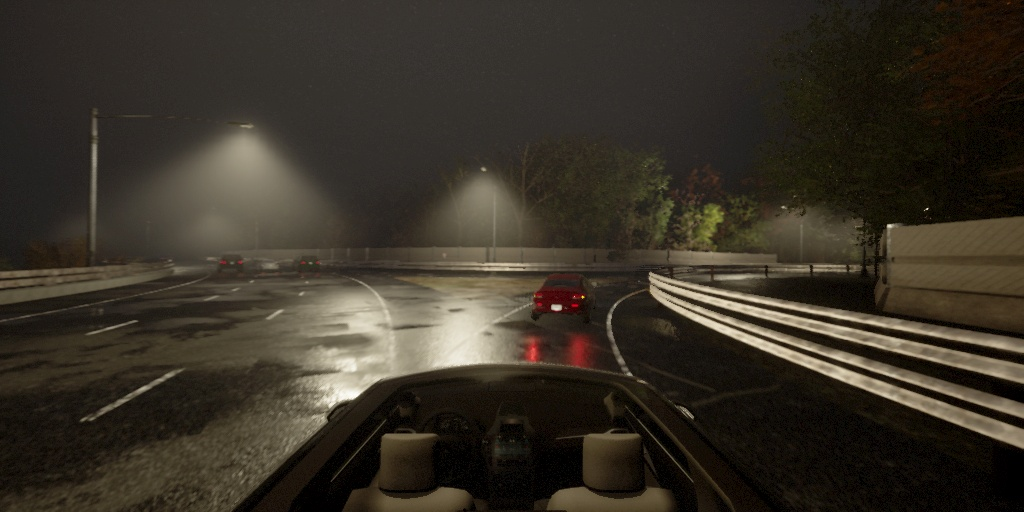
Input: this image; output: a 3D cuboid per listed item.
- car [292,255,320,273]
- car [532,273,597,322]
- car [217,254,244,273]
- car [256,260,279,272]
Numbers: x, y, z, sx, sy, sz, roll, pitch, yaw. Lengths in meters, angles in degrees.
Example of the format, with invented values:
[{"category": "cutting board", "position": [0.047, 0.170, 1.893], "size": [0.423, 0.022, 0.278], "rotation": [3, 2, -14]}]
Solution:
[{"category": "car", "position": [-24.747, 0.892, 43.031], "size": [2.150, 2.045, 5.566], "rotation": [1, 0, -41]}, {"category": "car", "position": [1.926, 1.331, 12.570], "size": [1.812, 1.442, 4.674], "rotation": [0, 0, 16]}, {"category": "car", "position": [-31.513, 0.820, 40.169], "size": [2.150, 2.045, 5.566], "rotation": [1, 0, -41]}, {"category": "car", "position": [-29.052, 1.155, 42.604], "size": [1.812, 1.442, 4.674], "rotation": [1, 0, -41]}]
